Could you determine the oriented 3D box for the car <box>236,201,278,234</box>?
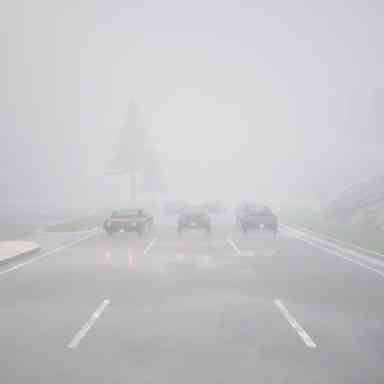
[{"bbox_3d":[3.649,1.492,19.233,2.128,1.511,4.902,0,0,2],"label":"car"}]

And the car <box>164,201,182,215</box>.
[{"bbox_3d":[-1.327,1.565,33.983,1.994,1.385,4.181,0,0,16],"label":"car"}]

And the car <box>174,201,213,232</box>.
[{"bbox_3d":[0.179,1.525,19.909,1.812,1.442,4.674,0,0,3],"label":"car"}]

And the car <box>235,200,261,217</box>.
[{"bbox_3d":[5.521,1.565,32.510,1.994,1.385,4.181,0,0,16],"label":"car"}]

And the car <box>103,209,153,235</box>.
[{"bbox_3d":[-3.382,1.601,18.628,1.895,1.301,4.718,0,0,2],"label":"car"}]

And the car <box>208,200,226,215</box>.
[{"bbox_3d":[2.203,1.525,33.634,1.812,1.442,4.674,0,0,16],"label":"car"}]
